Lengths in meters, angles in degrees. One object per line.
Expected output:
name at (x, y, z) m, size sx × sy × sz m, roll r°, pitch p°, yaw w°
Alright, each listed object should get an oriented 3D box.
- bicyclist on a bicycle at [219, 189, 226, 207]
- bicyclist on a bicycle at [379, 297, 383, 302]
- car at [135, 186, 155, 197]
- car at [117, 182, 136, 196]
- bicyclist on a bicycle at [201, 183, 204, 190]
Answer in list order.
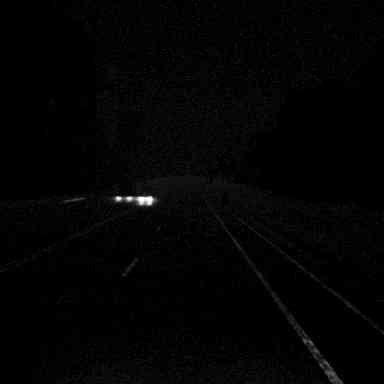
bicyclist on a bicycle at (2.840, 0.495, 29.939) m, size 0.866 × 1.612 × 1.509 m, roll -8°, pitch 2°, yaw -1°
bicyclist on a bicycle at (2.448, 1.336, 3.364) m, size 0.866 × 1.612 × 1.509 m, roll -3°, pitch 2°, yaw 3°
car at (-6.510, -0.131, 48.817) m, size 2.128 × 1.511 × 4.902 m, roll 0°, pitch 2°, yaw 0°
car at (-9.746, -0.451, 50.235) m, size 2.150 × 2.045 × 5.566 m, roll 0°, pitch 2°, yaw 0°
bicyclist on a bicycle at (2.350, -1.127, 72.741) m, size 0.582 × 1.620 × 1.656 m, roll 0°, pitch 2°, yaw 1°
